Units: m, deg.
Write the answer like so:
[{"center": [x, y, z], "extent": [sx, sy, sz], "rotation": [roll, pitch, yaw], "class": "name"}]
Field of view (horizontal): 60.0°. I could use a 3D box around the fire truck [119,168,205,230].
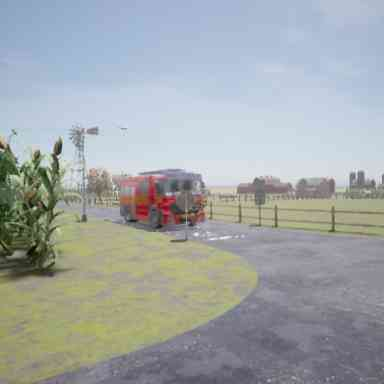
[{"center": [-2.446, 0.388, 23.283], "extent": [2.891, 3.827, 8.468], "rotation": [-1, 0, -30], "class": "fire truck"}]
